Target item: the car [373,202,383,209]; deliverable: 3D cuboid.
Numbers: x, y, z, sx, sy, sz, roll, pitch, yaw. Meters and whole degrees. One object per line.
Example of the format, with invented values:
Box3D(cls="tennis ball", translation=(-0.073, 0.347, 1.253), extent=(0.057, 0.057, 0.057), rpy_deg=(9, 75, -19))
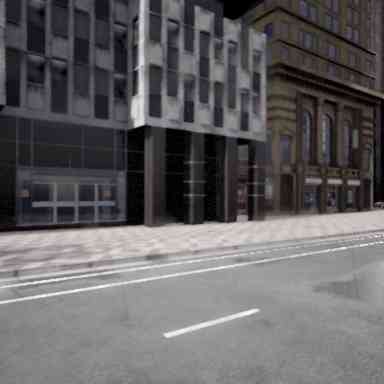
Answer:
Box3D(cls="car", translation=(39.062, 2.749, 69.404), extent=(1.802, 1.307, 4.206), rpy_deg=(-1, 0, -35))
